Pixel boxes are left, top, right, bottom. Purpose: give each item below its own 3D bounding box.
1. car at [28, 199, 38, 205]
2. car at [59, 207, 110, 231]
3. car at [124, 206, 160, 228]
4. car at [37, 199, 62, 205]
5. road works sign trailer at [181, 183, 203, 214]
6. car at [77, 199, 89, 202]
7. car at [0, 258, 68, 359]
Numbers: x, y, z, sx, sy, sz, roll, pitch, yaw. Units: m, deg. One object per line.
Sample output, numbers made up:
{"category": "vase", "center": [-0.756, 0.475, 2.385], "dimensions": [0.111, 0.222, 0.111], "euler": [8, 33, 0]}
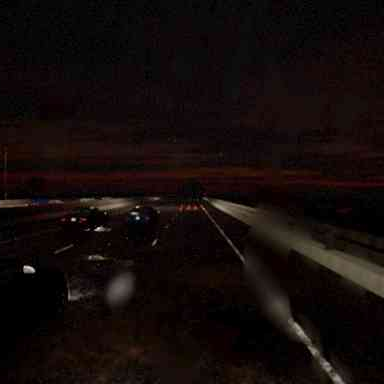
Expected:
{"category": "car", "center": [-24.495, 1.843, 53.538], "dimensions": [1.812, 1.442, 4.674], "euler": [0, 0, 1]}
{"category": "car", "center": [-6.880, 1.683, 21.812], "dimensions": [2.033, 1.411, 5.357], "euler": [0, 0, 0]}
{"category": "car", "center": [-3.377, 1.691, 23.145], "dimensions": [2.033, 1.411, 5.357], "euler": [0, 0, 0]}
{"category": "car", "center": [-21.013, 1.900, 50.394], "dimensions": [1.895, 1.301, 4.718], "euler": [0, 0, 0]}
{"category": "road works sign trailer", "center": [0.038, 0.696, 38.611], "dimensions": [2.380, 3.560, 2.880], "euler": [0, 0, 0]}
{"category": "car", "center": [-17.501, 1.882, 53.828], "dimensions": [1.994, 1.385, 4.181], "euler": [0, 0, 1]}
{"category": "car", "center": [-3.395, 1.596, 4.797], "dimensions": [1.994, 1.385, 4.181], "euler": [0, 0, 0]}
